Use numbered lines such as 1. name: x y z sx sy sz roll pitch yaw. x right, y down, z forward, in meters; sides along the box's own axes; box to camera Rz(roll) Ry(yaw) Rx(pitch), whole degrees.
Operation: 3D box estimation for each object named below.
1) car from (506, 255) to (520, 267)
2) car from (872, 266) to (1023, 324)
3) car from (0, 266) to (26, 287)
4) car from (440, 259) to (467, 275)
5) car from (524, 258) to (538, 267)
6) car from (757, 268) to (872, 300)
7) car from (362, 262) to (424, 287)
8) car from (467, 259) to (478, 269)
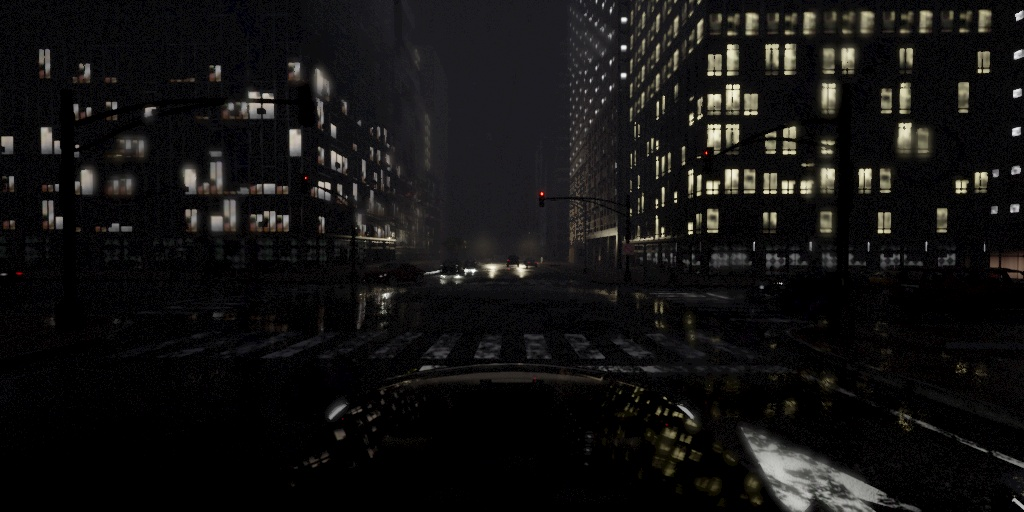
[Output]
1. car: 0.176 0.924 62.898 2.150 2.045 5.566 0 0 0
2. car: 16.221 1.281 12.455 5.009 1.841 2.192 0 0 1
3. car: -29.574 1.011 19.174 5.357 1.411 2.033 1 1 2
4. car: -6.489 1.080 39.087 2.097 1.767 4.553 0 0 0
5. car: 3.428 1.228 63.276 1.812 1.442 4.674 0 0 0
6. car: 15.288 1.357 18.286 4.902 1.511 2.128 0 1 2
7. car: -7.678 1.139 23.605 1.882 1.535 5.008 0 -2 16
8. car: -6.429 1.201 56.029 2.128 1.511 4.902 0 0 0
